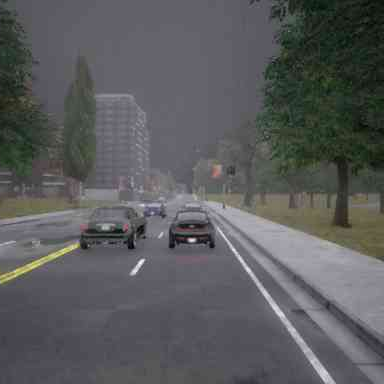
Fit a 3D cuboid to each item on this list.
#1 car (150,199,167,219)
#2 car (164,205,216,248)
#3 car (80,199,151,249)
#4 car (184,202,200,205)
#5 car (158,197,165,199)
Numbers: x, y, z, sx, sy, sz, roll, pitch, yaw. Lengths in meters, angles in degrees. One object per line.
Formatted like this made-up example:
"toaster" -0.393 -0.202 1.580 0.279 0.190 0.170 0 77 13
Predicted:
"car" -3.250 1.589 29.654 1.812 1.442 4.674 0 0 0
"car" 0.000 1.527 14.652 1.837 1.490 4.892 0 0 0
"car" -3.250 1.377 14.623 2.097 1.767 4.553 0 0 0
"car" 0.000 1.589 29.655 1.812 1.442 4.674 0 0 0
"car" -6.500 1.796 71.719 1.812 1.442 4.674 0 -1 0
